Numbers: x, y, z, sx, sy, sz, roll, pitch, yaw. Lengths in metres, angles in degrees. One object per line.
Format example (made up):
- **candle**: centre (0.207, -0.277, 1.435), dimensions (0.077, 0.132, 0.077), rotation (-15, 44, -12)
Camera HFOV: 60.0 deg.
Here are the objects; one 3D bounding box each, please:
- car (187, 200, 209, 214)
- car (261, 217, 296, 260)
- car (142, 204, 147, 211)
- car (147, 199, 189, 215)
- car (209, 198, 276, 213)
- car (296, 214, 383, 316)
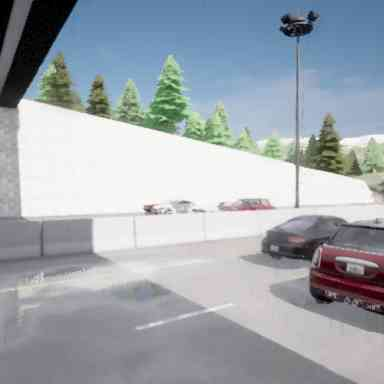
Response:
- **car**: centre (2.279, 1.428, 26.770), dimensions (4.718, 1.301, 1.895), rotation (0, 0, -34)
- **car**: centre (4.286, 1.463, 10.924), dimensions (4.674, 1.442, 1.812), rotation (0, 0, -34)
- **car**: centre (-2.349, 1.380, 32.084), dimensions (4.718, 1.301, 1.895), rotation (0, 0, -34)
- **car**: centre (-1.164, 1.331, 28.651), dimensions (4.674, 1.442, 1.812), rotation (0, 0, -34)
- **car**: centre (3.839, 1.204, 23.592), dimensions (4.553, 1.767, 2.097), rotation (0, 0, -34)
- **car**: centre (4.518, 1.317, 6.837), dimensions (4.553, 1.767, 2.097), rotation (0, 0, -34)
